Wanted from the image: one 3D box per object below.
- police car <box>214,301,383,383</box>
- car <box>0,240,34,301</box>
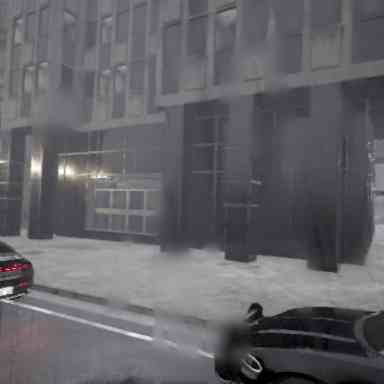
[{"bbox_3d":[2.753,1.647,3.012,5.238,1.638,1.930,0,-3,30],"label":"police car"},{"bbox_3d":[-5.847,1.756,7.895,4.892,1.490,1.837,0,-3,30],"label":"car"}]
